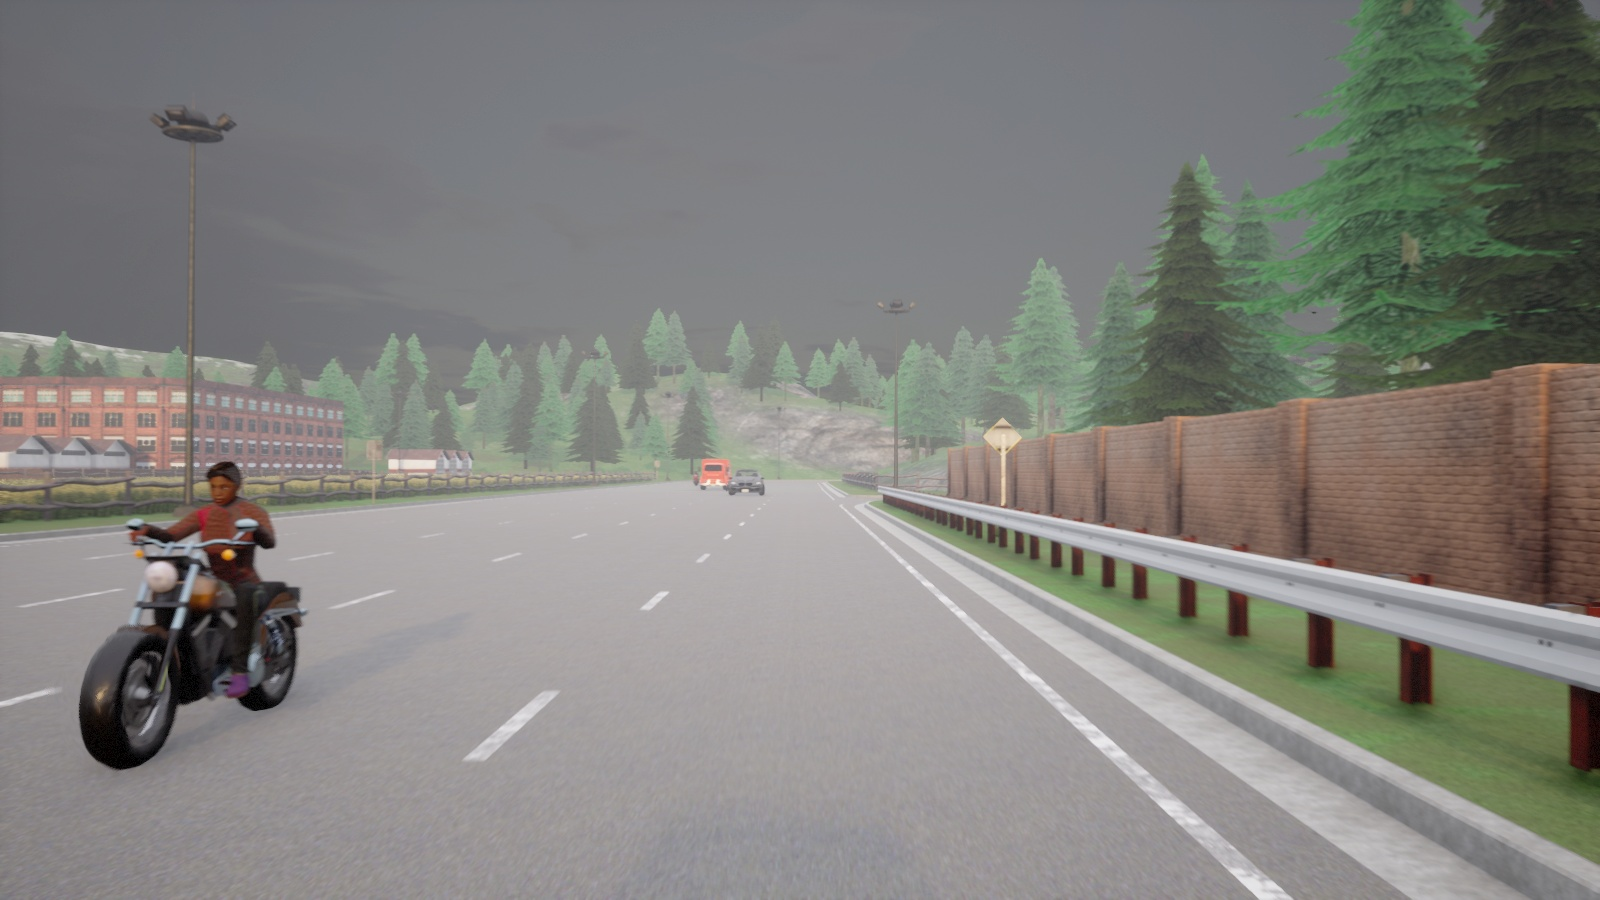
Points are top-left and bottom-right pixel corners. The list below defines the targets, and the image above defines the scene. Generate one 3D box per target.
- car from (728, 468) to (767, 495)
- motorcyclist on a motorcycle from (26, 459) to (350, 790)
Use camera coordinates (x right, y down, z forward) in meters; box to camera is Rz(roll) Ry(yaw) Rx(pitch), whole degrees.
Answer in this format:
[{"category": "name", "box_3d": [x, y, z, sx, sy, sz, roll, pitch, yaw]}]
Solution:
[{"category": "car", "box_3d": [-3.332, 2.010, 80.331, 2.242, 1.667, 4.611, 0, -1, 0]}, {"category": "motorcyclist on a motorcycle", "box_3d": [-3.488, 0.901, 7.472, 0.766, 1.649, 2.350, 0, -1, 0]}]
